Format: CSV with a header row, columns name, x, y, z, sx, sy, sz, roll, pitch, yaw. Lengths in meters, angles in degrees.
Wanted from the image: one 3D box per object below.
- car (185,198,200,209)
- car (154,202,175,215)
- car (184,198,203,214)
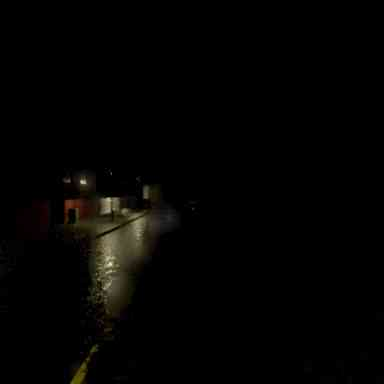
name,x,y,z,sx,sy,sz,roll,pitch,yaw
car,0.112,1.594,48.583,2.128,1.511,4.902,0,0,0
car,-2.822,1.672,34.175,1.895,1.301,4.718,0,0,0
car,0.095,1.604,37.171,1.812,1.442,4.674,0,-1,-1
